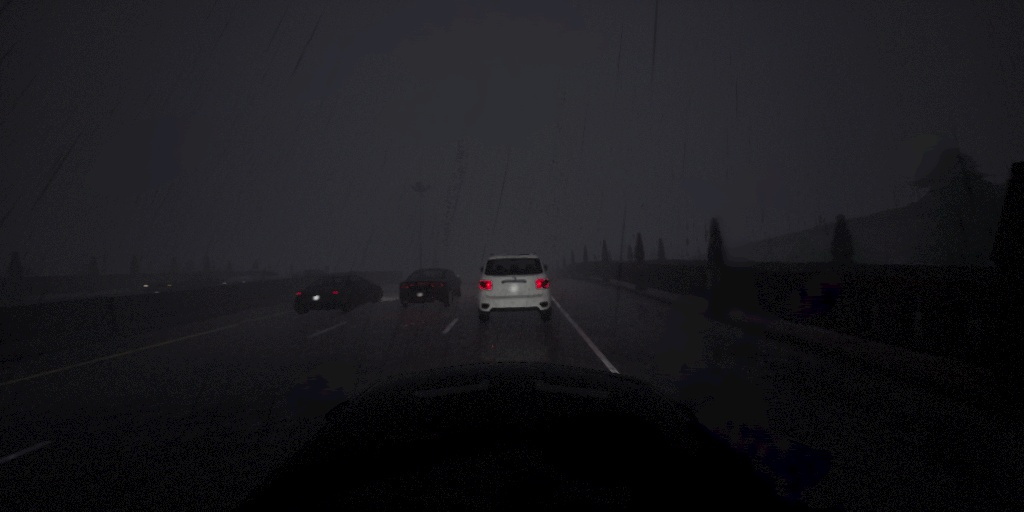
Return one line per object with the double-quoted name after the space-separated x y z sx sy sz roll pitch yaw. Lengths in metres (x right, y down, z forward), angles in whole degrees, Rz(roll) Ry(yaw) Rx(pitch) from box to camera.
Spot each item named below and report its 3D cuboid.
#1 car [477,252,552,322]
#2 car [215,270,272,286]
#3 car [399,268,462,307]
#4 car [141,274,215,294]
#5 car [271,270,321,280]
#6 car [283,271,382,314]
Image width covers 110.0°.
0.078 0.916 12.302 2.150 2.045 5.566 -2 0 0 "car"
-17.454 1.701 24.715 1.812 1.442 4.674 -2 -1 1 "car"
-3.388 1.248 15.714 1.882 1.535 5.008 -2 0 0 "car"
-20.973 1.850 23.399 1.895 1.301 4.718 -2 -1 1 "car"
-13.956 1.645 24.648 1.994 1.385 4.181 -2 -1 1 "car"
-6.892 1.434 14.644 1.994 1.385 4.181 -2 0 0 "car"
